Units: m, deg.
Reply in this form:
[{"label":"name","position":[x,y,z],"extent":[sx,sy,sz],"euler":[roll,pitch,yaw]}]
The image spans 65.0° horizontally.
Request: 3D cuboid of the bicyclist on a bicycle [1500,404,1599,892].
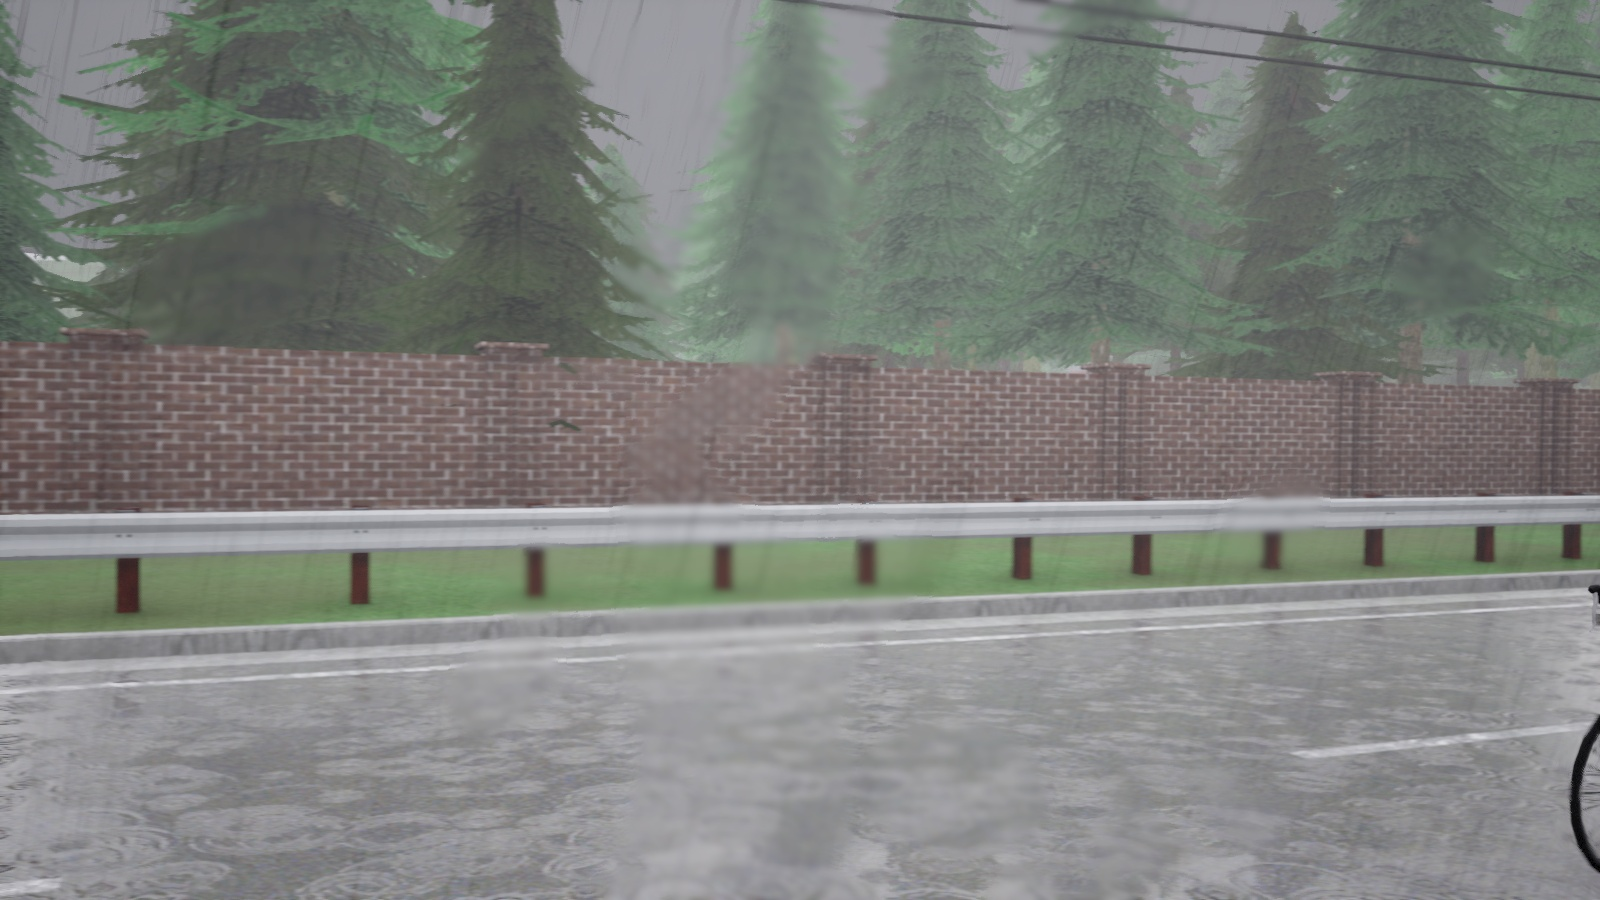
[{"label":"bicyclist on a bicycle","position":[3.393,0.640,4.527],"extent":[1.656,1.620,0.582],"euler":[-1,1,-21]}]
